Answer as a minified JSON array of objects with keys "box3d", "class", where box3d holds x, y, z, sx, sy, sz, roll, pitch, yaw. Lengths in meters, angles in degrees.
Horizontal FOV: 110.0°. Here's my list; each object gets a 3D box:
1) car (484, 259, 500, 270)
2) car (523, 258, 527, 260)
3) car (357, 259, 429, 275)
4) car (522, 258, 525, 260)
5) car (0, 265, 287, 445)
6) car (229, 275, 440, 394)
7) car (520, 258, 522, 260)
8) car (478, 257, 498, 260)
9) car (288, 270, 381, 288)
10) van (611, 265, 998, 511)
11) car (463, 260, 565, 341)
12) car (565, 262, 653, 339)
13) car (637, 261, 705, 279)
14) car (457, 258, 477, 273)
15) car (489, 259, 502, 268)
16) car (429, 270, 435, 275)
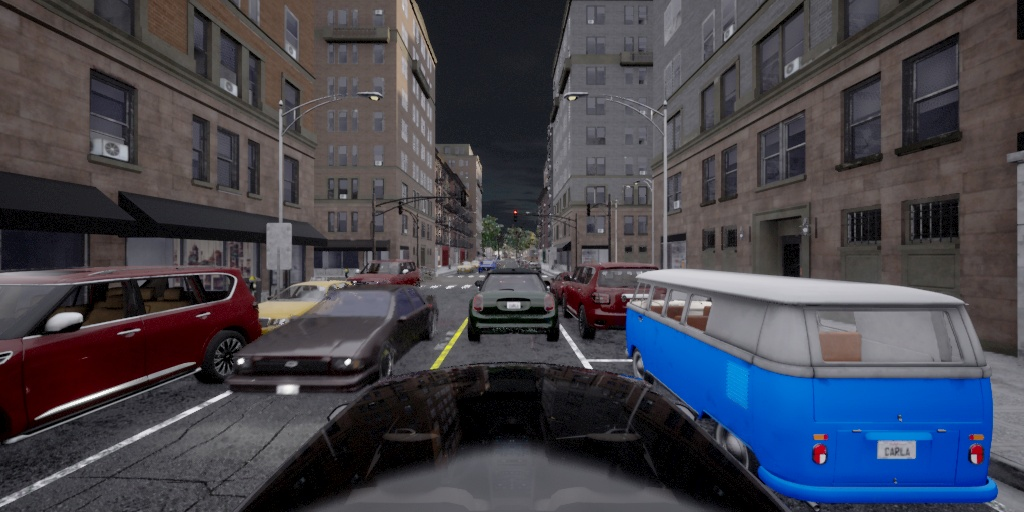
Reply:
[{"box3d":[-2.915,1.241,52.875,2.128,1.511,4.902,0,0,0],"class":"car"},{"box3d":[2.579,1.300,42.673,2.007,1.370,4.403,0,0,0],"class":"car"},{"box3d":[-5.420,1.064,15.654,2.192,1.841,5.009,0,0,0],"class":"car"},{"box3d":[2.571,1.294,48.155,1.888,1.381,4.507,0,0,0],"class":"car"},{"box3d":[-5.402,1.065,4.298,2.192,1.841,5.009,0,0,0],"class":"car"},{"box3d":[-2.794,1.297,7.182,2.033,1.411,5.357,0,0,1],"class":"car"},{"box3d":[2.563,1.300,53.637,2.007,1.370,4.403,0,0,0],"class":"car"},{"box3d":[-2.902,1.227,42.908,1.882,1.535,5.008,0,0,0],"class":"car"},{"box3d":[-5.411,1.275,9.805,1.751,1.417,4.829,0,0,0],"class":"car"},{"box3d":[2.635,1.091,4.307,1.690,1.789,3.998,0,0,0],"class":"van"},{"box3d":[0.022,1.102,9.997,2.097,1.767,4.553,0,0,0],"class":"car"},{"box3d":[2.626,1.065,9.986,2.192,1.841,5.009,0,0,0],"class":"car"},{"box3d":[13.589,1.172,30.834,4.902,1.511,2.128,0,0,0],"class":"car"},{"box3d":[-5.474,1.274,42.492,1.751,1.417,4.829,0,0,0],"class":"car"},{"box3d":[-2.903,1.315,62.935,1.994,1.385,4.181,0,0,0],"class":"car"},{"box3d":[-8.249,1.343,28.892,4.181,1.385,1.994,0,0,-13],"class":"car"}]
